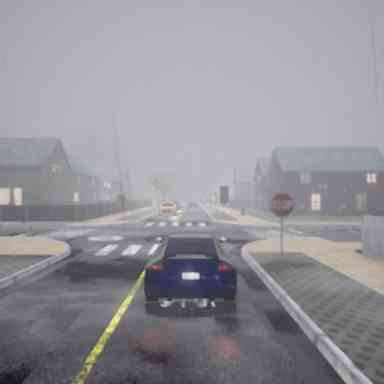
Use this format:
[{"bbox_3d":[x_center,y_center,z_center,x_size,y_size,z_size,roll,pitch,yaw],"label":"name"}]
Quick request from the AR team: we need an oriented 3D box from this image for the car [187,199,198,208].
[{"bbox_3d":[0.128,2.352,63.822,1.994,1.385,4.181,0,-1,1],"label":"car"}]

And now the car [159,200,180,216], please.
[{"bbox_3d":[-2.801,1.908,38.933,1.882,1.535,5.008,0,-1,0],"label":"car"}]

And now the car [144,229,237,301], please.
[{"bbox_3d":[-0.024,1.646,8.552,1.994,1.385,4.181,0,-1,0],"label":"car"}]

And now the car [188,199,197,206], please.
[{"bbox_3d":[0.084,2.325,73.804,2.033,1.411,5.357,0,-1,0],"label":"car"}]
